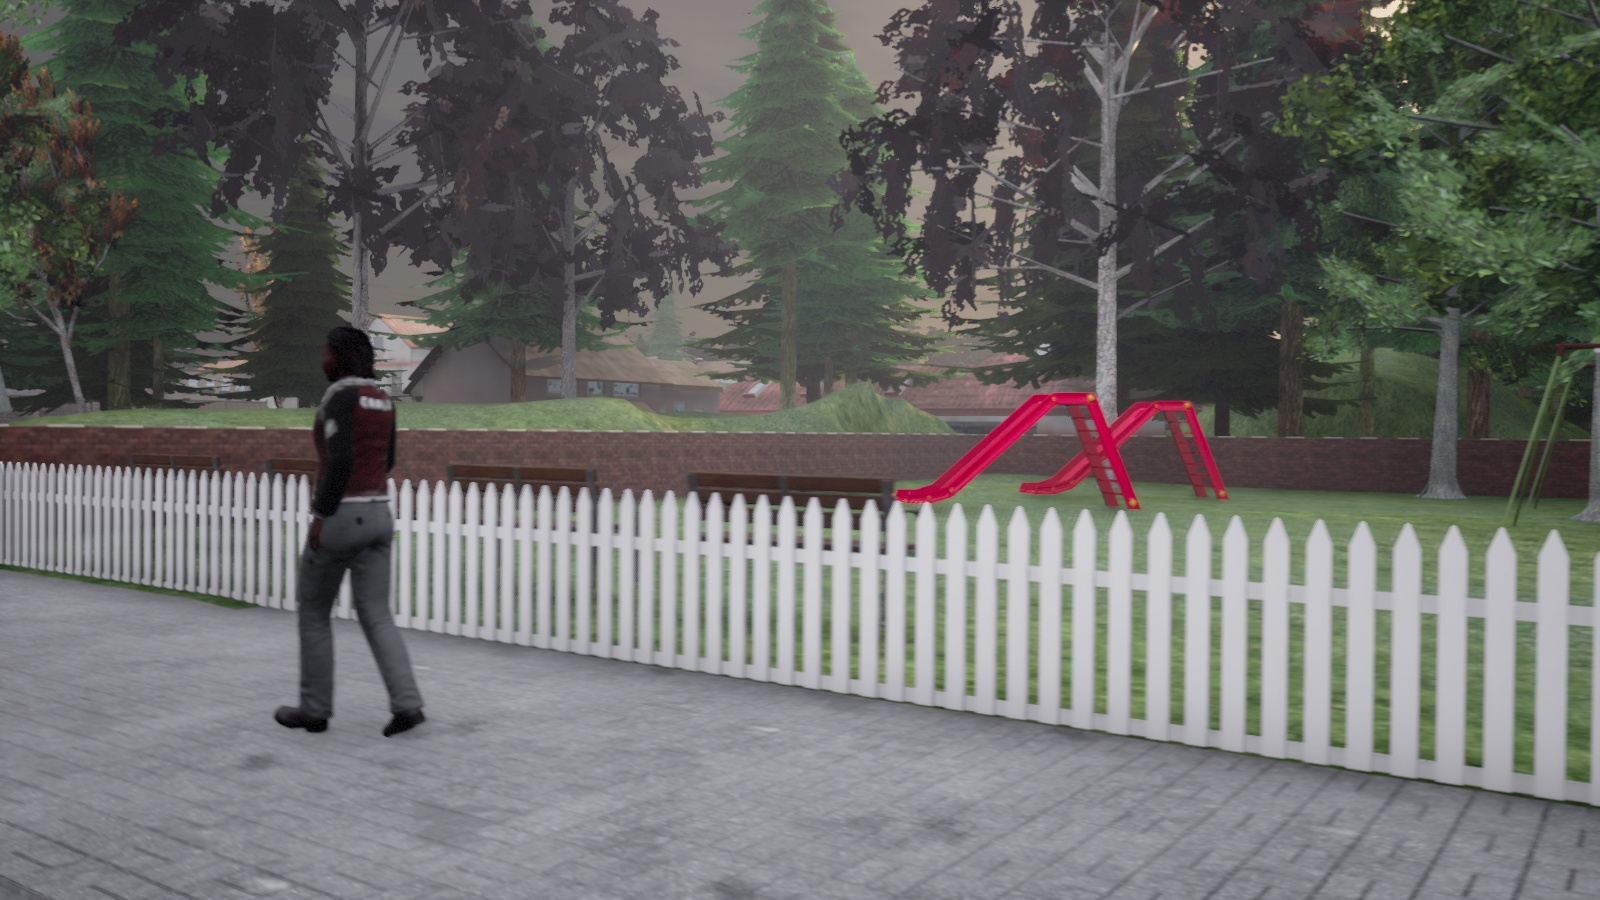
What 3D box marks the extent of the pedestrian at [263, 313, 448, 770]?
[{"bbox_3d":[-1.984,0.386,5.612,0.666,1.930,0.402,0,1,25],"label":"pedestrian"}]
